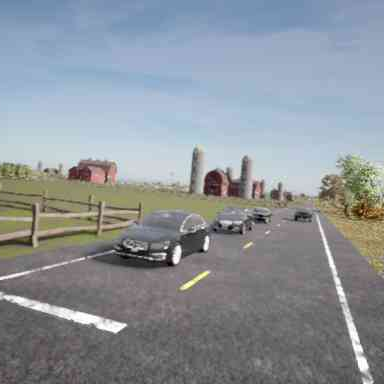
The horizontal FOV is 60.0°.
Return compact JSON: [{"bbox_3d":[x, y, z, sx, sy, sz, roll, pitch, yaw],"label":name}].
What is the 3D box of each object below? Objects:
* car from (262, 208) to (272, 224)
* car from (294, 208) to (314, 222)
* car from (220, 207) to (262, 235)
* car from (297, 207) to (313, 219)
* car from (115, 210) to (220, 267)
[{"bbox_3d":[6.235,2.120,30.692,1.895,1.301,4.718,5,0,20],"label":"car"},{"bbox_3d":[12.986,2.628,38.680,1.837,1.490,4.892,5,0,21],"label":"car"},{"bbox_3d":[2.730,1.707,21.008,2.128,1.511,4.902,5,0,20],"label":"car"},{"bbox_3d":[16.686,3.045,49.006,1.895,1.301,4.718,5,0,20],"label":"car"},{"bbox_3d":[-0.738,1.421,11.452,1.837,1.490,4.892,5,0,20],"label":"car"}]
